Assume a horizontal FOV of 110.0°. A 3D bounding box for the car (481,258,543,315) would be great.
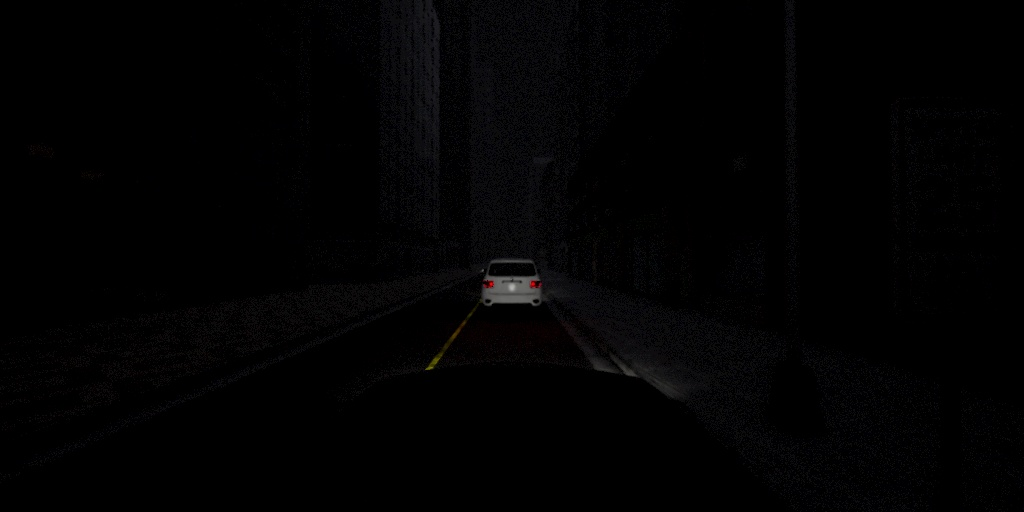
[{"bbox_3d":[0.011,1.101,14.429,2.150,2.045,5.566,0,0,0],"label":"car"}]
